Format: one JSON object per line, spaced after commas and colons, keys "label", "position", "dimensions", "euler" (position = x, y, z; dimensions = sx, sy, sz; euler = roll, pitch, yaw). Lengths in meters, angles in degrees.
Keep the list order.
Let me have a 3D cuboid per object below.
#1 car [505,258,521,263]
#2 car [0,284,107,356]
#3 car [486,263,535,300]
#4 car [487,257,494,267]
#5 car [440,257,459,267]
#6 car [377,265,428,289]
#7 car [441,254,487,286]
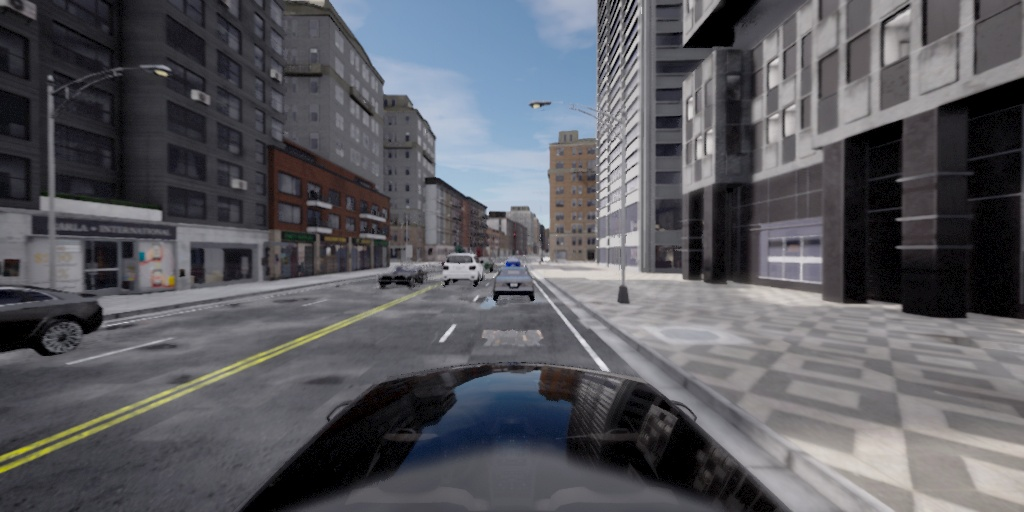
{"label": "car", "position": [0.160, 0.984, 45.275], "dimensions": [1.882, 1.535, 5.008], "euler": [0, 0, 1]}
{"label": "car", "position": [-9.850, 1.223, 5.754], "dimensions": [2.128, 1.511, 4.902], "euler": [0, 0, 0]}
{"label": "car", "position": [0.086, 1.223, 17.172], "dimensions": [2.033, 1.411, 5.357], "euler": [0, 0, 0]}
{"label": "car", "position": [-3.124, 0.893, 41.162], "dimensions": [2.097, 1.767, 4.553], "euler": [0, 0, 0]}
{"label": "car", "position": [-9.488, 0.901, 54.999], "dimensions": [1.882, 1.535, 5.008], "euler": [0, 0, 2]}
{"label": "car", "position": [-6.603, 1.251, 22.113], "dimensions": [1.895, 1.301, 4.718], "euler": [0, 0, 0]}
{"label": "car", "position": [-3.151, 0.861, 23.946], "dimensions": [2.150, 2.045, 5.566], "euler": [0, 0, 0]}
